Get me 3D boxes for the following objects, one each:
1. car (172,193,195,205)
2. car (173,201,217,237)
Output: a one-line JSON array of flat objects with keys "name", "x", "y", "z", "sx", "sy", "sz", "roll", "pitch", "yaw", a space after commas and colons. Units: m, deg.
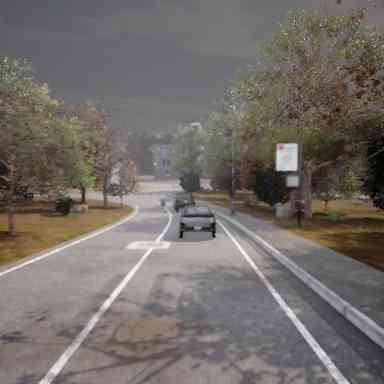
[{"name": "car", "x": -0.987, "y": 1.074, "z": 38.181, "sx": 2.150, "sy": 2.045, "sz": 5.566, "roll": -1, "pitch": 1, "yaw": -7}, {"name": "car", "x": 0.276, "y": 1.455, "z": 17.856, "sx": 2.128, "sy": 1.511, "sz": 4.902, "roll": 0, "pitch": 0, "yaw": 0}]
